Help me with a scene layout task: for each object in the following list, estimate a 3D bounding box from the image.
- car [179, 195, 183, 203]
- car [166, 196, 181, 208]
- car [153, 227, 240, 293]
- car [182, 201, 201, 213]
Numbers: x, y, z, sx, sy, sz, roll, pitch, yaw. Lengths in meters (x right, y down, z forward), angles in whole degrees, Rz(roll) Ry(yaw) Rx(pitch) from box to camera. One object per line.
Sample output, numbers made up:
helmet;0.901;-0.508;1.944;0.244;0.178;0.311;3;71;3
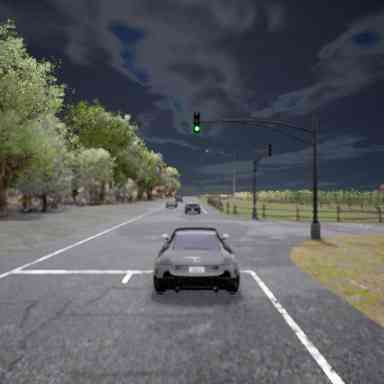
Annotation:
car;-3.516;1.933;87.315;2.150;2.045;5.566;0;0;0
car;-3.412;1.960;57.352;2.128;1.511;4.902;0;-1;0
car;0.099;1.640;9.071;1.994;1.385;4.181;0;-1;0
car;0.092;1.851;41.669;1.837;1.490;4.892;0;0;0
